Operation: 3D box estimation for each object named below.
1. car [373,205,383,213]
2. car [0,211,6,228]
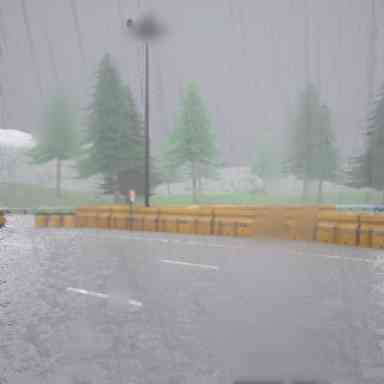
[{"bbox_3d":[17.343,1.329,27.098,5.008,1.535,1.882,0,0,-8],"label":"car"},{"bbox_3d":[-12.095,1.310,17.283,5.008,1.535,1.882,0,0,19],"label":"car"}]
